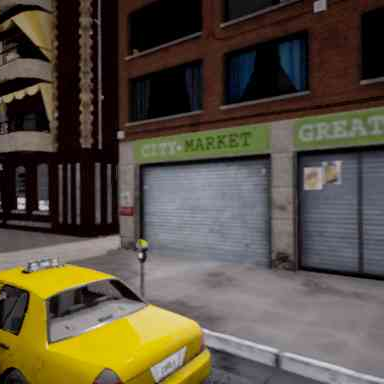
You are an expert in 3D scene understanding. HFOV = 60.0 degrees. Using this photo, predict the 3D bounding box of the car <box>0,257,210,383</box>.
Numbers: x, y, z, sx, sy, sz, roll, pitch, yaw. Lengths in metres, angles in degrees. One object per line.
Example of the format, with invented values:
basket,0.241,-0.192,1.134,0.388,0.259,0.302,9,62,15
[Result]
car,-2.092,1.546,4.366,4.829,1.417,1.752,0,0,35
